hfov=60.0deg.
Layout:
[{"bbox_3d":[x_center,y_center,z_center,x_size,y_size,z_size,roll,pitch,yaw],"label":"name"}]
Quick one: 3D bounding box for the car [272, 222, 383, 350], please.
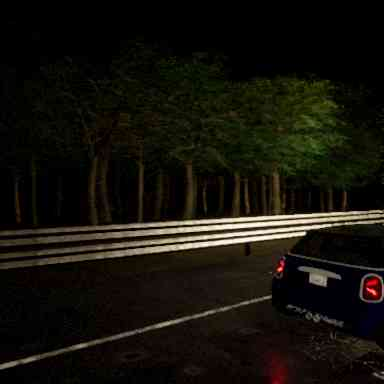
[{"bbox_3d":[3.674,1.389,6.364,4.553,1.767,2.097,0,0,-35],"label":"car"}]
